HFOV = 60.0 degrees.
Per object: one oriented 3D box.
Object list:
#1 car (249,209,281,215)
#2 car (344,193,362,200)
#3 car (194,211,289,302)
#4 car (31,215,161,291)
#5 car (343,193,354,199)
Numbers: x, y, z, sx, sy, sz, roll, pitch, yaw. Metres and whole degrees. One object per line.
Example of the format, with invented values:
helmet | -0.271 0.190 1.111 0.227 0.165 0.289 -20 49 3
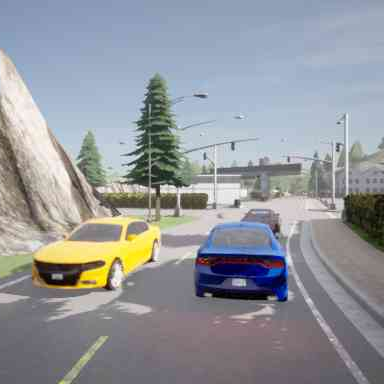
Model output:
car | 3.677 1.564 17.631 1.994 1.385 4.181 0 0 17
car | 40.119 1.077 82.984 3.866 1.878 1.905 0 0 19
car | 1.281 1.478 8.440 1.882 1.535 5.008 0 0 10
car | -2.321 1.477 9.327 1.882 1.535 5.008 0 0 11
car | 38.469 1.361 80.034 3.806 1.475 1.970 0 0 19
